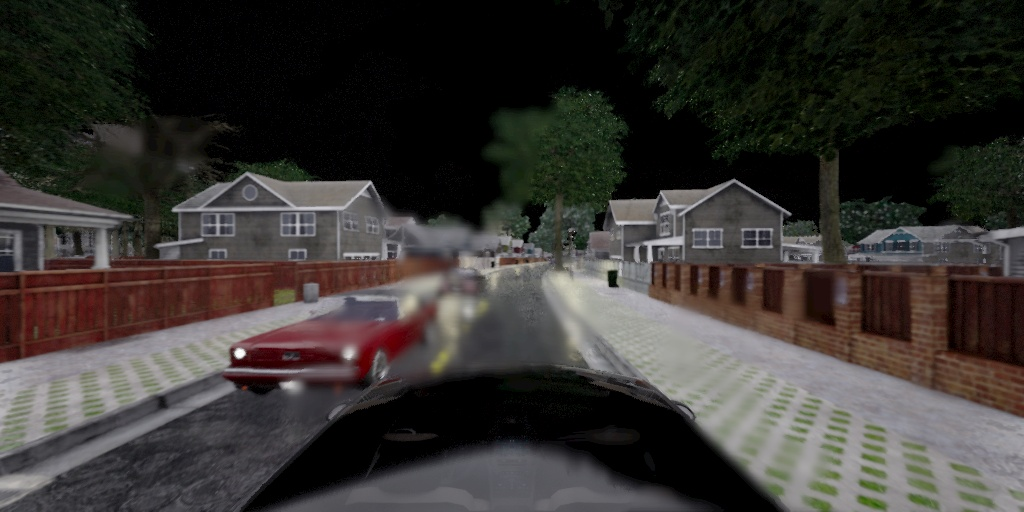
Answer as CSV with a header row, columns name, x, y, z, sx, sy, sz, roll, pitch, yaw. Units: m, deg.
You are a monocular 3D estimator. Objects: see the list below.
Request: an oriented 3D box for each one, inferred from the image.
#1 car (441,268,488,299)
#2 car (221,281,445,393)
name,x,y,z,sx,sy,sz,roll,pitch,yaw
car,-2.387,1.310,18.020,1.994,1.385,4.181,0,0,3
car,-2.773,1.348,6.783,1.895,1.301,4.718,0,0,1
